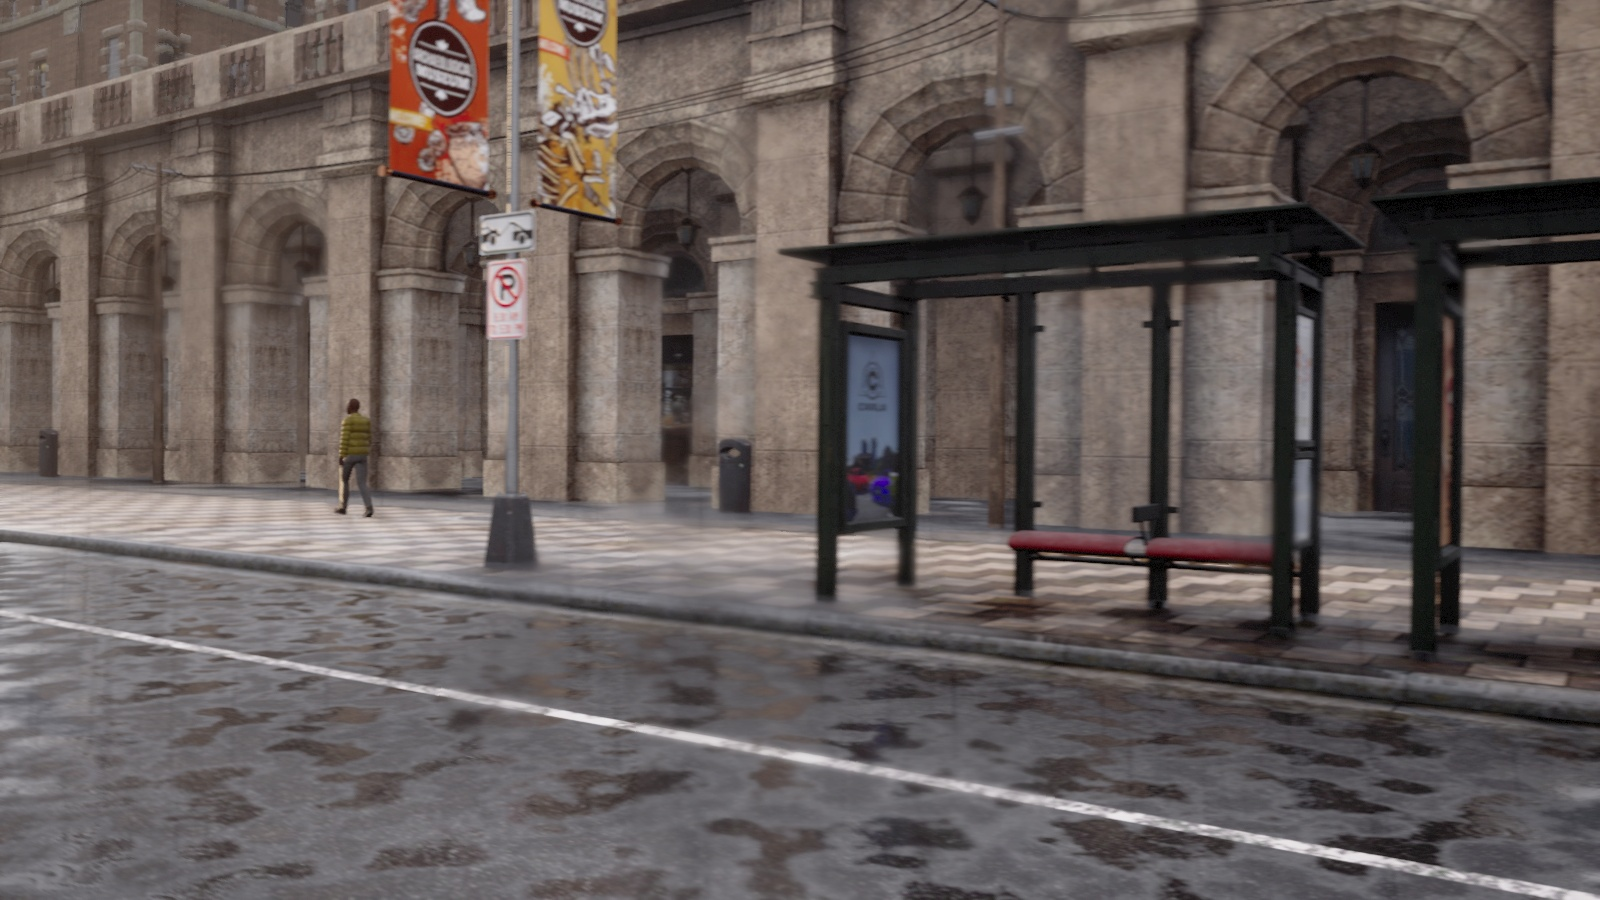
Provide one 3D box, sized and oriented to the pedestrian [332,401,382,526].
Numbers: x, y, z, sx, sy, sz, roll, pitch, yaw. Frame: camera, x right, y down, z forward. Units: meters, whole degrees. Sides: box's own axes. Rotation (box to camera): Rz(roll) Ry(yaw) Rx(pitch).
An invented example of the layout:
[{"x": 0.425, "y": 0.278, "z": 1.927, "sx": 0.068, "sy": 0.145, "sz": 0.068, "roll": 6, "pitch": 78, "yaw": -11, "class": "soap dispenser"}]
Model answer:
[{"x": -6.607, "y": 0.192, "z": 18.720, "sx": 0.726, "sy": 1.835, "sz": 0.370, "roll": 0, "pitch": 1, "yaw": 40, "class": "pedestrian"}]
